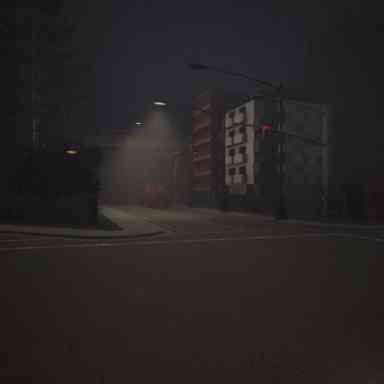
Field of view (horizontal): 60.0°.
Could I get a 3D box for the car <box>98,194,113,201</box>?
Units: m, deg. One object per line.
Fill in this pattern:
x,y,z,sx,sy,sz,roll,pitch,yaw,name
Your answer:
-21.432,1.459,81.207,2.038,1.542,4.974,0,0,5,car

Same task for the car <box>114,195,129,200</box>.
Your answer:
-17.449,1.301,82.375,1.853,1.218,4.536,0,0,-40,car

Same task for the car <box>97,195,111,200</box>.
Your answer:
-21.428,1.301,81.259,1.853,1.218,4.536,0,0,5,car

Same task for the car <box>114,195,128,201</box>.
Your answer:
-17.416,1.458,82.335,2.038,1.542,4.974,0,0,-40,car

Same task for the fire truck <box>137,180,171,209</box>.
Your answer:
-5.534,0.344,48.060,2.891,3.827,8.468,0,0,-20,fire truck
